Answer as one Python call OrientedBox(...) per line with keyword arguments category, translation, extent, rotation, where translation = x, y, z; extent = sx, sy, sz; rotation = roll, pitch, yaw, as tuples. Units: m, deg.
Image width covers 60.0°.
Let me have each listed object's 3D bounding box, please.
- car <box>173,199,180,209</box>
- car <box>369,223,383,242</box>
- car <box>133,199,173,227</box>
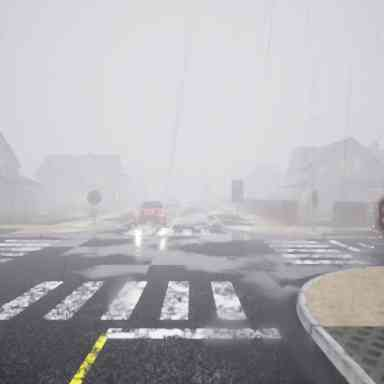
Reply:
OrientedBox(category="car", translation=(-2.661, 1.634, 46.409), extent=(2.033, 1.411, 5.357), rotation=(0, 0, 0))
OrientedBox(category="car", translation=(10.419, 1.664, 14.447), extent=(4.718, 1.301, 1.895), rotation=(0, 0, 2))
OrientedBox(category="car", translation=(-2.705, 1.369, 23.117), extent=(2.097, 1.767, 4.553), rotation=(0, 0, 0))
